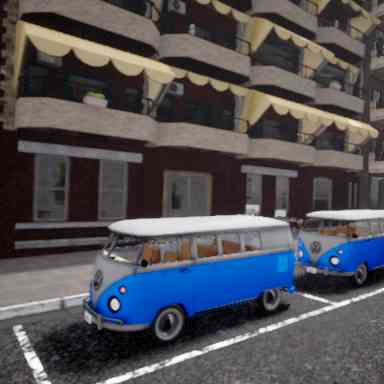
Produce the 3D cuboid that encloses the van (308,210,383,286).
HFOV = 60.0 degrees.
[{"bbox_3d":[4.671,1.418,9.408,3.998,1.788,1.690,1,1,-36],"label":"van"}]

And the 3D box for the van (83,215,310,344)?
[{"bbox_3d":[0.170,1.370,6.192,3.998,1.788,1.690,1,1,-36],"label":"van"}]
